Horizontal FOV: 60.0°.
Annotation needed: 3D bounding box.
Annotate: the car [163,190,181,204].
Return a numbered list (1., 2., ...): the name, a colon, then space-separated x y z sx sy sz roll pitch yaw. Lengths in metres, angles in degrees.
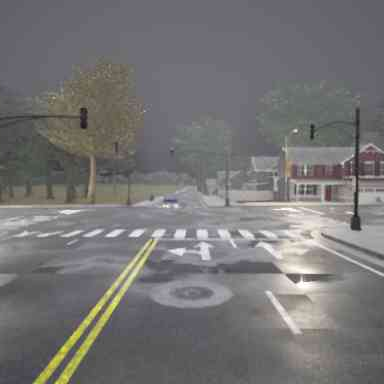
1. car: -2.862 0.826 45.153 1.882 1.535 5.008 0 2 0

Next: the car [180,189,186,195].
1. car: -2.696 0.002 91.690 1.882 1.535 5.008 0 1 0
